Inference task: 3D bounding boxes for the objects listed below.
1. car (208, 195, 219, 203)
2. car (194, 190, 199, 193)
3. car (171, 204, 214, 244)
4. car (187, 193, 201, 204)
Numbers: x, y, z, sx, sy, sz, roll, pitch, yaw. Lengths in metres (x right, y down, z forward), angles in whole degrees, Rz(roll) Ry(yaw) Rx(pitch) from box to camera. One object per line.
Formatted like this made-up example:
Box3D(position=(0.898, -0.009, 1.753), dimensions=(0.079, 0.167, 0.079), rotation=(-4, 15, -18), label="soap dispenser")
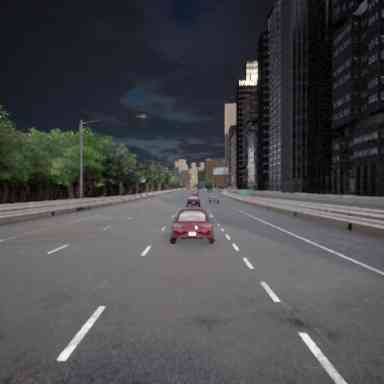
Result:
Box3D(position=(3.988, 1.320, 61.735), dimensions=(2.033, 1.411, 5.357), rotation=(0, 1, 1), label="car")
Box3D(position=(0.775, 0.883, 86.507), dimensions=(1.837, 1.490, 4.892), rotation=(0, 1, 1), label="car")
Box3D(position=(0.023, 1.506, 15.681), dimensions=(1.812, 1.442, 4.674), rotation=(0, 0, 0), label="car")
Box3D(position=(0.240, 1.324, 48.464), dimensions=(1.882, 1.535, 5.008), rotation=(0, 0, 1), label="car")
